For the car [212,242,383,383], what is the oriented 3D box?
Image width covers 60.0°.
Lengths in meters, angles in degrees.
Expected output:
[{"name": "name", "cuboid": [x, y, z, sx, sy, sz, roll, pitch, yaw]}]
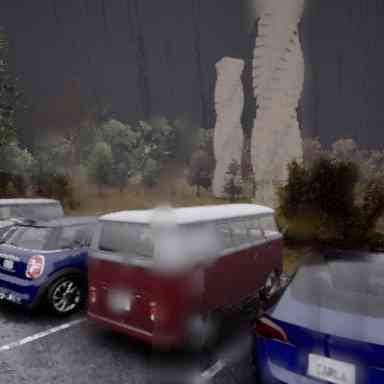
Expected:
[{"name": "car", "cuboid": [2.495, 1.509, 4.630, 2.163, 1.488, 4.792, 0, 0, 35]}]

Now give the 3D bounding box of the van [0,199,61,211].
[{"name": "van", "cuboid": [-6.566, 1.218, 10.908, 1.878, 1.987, 4.442, 1, 0, 35]}]

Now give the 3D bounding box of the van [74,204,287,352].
[{"name": "van", "cuboid": [0.304, 1.252, 6.298, 1.878, 1.987, 4.442, 0, 0, 35]}]

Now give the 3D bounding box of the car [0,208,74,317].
[{"name": "car", "cuboid": [-2.131, 1.345, 7.852, 2.185, 1.767, 4.553, 0, 0, 35]}]
